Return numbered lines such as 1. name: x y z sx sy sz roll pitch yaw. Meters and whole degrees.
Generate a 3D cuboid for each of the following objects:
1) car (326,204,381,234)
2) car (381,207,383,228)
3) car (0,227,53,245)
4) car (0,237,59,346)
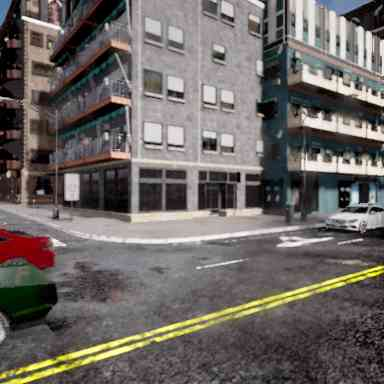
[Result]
1. car: 9.312 1.396 18.293 4.674 1.442 1.812 -1 0 -35
2. car: 11.035 1.398 15.530 4.674 1.442 1.812 -1 0 -35
3. car: -5.629 1.527 7.654 4.674 1.442 1.812 -1 0 -35
4. car: -4.478 1.609 4.483 4.718 1.301 1.895 -1 0 -35
